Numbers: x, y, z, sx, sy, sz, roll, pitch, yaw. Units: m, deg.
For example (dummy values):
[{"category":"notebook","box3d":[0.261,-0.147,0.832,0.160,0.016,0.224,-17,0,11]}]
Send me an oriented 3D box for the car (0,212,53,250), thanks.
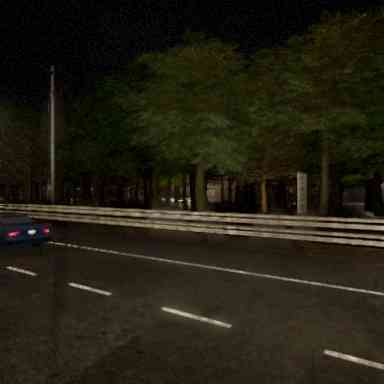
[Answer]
[{"category":"car","box3d":[-8.034,1.551,13.898,5.357,1.411,2.033,0,0,35]}]
